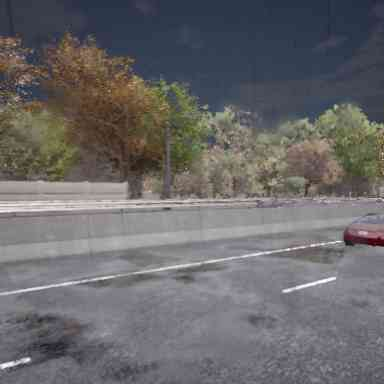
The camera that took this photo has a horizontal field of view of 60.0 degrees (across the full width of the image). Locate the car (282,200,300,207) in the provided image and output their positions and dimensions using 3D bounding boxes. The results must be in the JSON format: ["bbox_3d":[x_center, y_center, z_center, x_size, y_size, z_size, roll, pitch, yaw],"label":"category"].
[{"bbox_3d":[13.052,1.563,39.067,4.181,1.385,1.994,0,0,-35],"label":"car"}]

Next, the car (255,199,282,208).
[{"bbox_3d":[9.789,1.562,41.025,4.181,1.385,1.994,0,0,-35],"label":"car"}]

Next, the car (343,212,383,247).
[{"bbox_3d":[8.267,1.564,14.070,4.181,1.385,1.994,0,0,-36],"label":"car"}]

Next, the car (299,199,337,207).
[{"bbox_3d":[14.003,1.600,35.459,4.718,1.301,1.895,0,0,-35],"label":"car"}]

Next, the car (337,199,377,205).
[{"bbox_3d":[17.066,1.506,33.336,4.892,1.490,1.837,1,0,-35],"label":"car"}]
